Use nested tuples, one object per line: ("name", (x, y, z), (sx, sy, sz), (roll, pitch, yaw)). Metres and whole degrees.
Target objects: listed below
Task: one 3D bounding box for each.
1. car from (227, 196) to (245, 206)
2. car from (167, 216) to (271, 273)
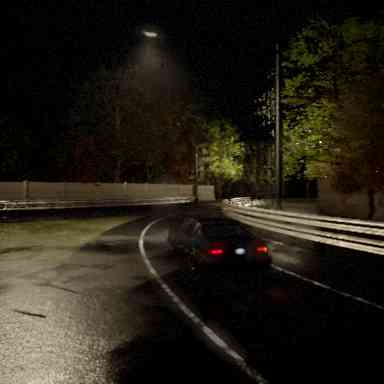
("car", (5.841, 1.282, 45.853), (1.994, 1.385, 4.181), (0, 0, 26))
("car", (0.532, 1.484, 10.512), (2.033, 1.411, 5.357), (0, 0, -15))
